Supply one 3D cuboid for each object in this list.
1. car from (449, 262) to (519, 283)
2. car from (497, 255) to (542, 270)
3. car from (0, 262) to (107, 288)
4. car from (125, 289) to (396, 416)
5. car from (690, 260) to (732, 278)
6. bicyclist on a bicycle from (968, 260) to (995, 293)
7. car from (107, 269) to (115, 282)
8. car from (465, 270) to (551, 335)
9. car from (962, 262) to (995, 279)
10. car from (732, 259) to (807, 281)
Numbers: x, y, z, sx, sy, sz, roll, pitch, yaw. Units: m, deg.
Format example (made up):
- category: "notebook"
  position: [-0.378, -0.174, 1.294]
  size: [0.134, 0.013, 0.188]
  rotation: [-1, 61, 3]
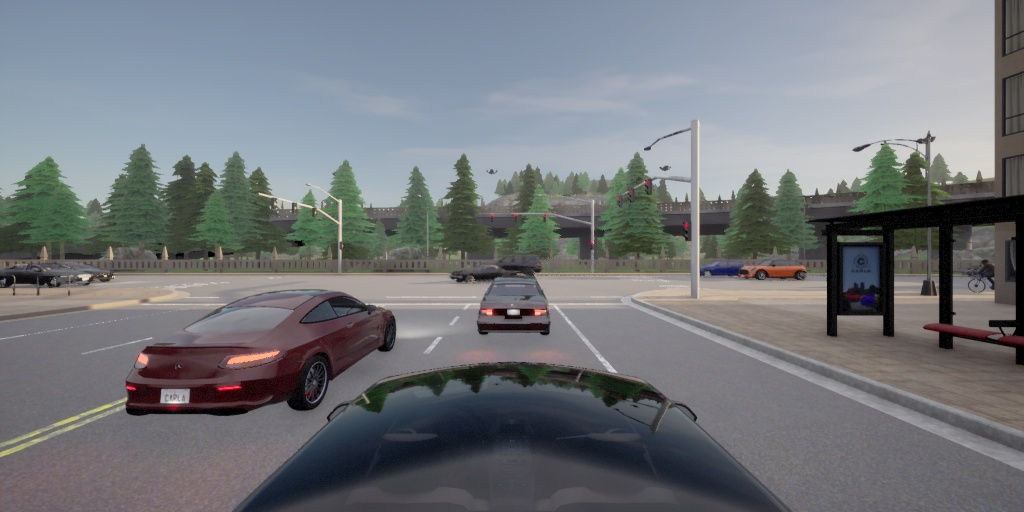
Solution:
- category: "car"
  position: [-2.120, 1.321, 26.114]
  size: [4.718, 1.301, 1.895]
  rotation: [0, 0, -35]
- category: "car"
  position: [-0.004, 0.915, 32.825]
  size: [5.566, 2.045, 2.150]
  rotation: [0, 0, 1]
- category: "car"
  position: [-29.181, 1.186, 22.406]
  size: [4.902, 1.511, 2.128]
  rotation: [0, 0, -2]
- category: "car"
  position: [-3.448, 1.276, 5.987]
  size: [1.812, 1.442, 4.674]
  rotation: [0, 0, 0]
- category: "car"
  position: [18.893, 1.173, 32.549]
  size: [5.008, 1.535, 1.882]
  rotation: [-1, 0, 1]
- category: "bicyclist on a bicycle"
  position: [22.752, 0.995, 17.082]
  size: [0.582, 1.620, 1.656]
  rotation: [0, 0, 1]
- category: "car"
  position: [-31.832, 1.199, 25.959]
  size: [4.892, 1.490, 1.837]
  rotation: [0, 0, 1]
- category: "car"
  position: [0.086, 1.297, 10.483]
  size: [2.033, 1.411, 5.357]
  rotation: [0, 0, 1]
- category: "car"
  position: [40.914, 1.186, 29.574]
  size: [4.902, 1.511, 2.128]
  rotation: [0, 0, 22]
- category: "car"
  position: [20.947, 1.047, 28.995]
  size: [4.553, 1.767, 2.097]
  rotation: [0, 0, 2]
